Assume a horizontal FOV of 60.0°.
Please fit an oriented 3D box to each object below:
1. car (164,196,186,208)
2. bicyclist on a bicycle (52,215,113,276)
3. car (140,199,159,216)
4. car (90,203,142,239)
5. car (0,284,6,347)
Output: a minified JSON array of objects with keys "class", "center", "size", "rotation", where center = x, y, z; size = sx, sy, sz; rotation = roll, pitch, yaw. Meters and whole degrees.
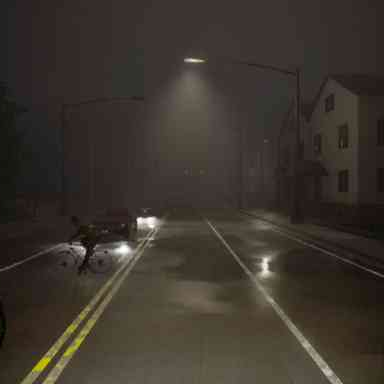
[{"class":"car","center":[-2.552,1.337,49.070],"size":[2.097,1.767,4.553],"rotation":[0,0,-21]},{"class":"bicyclist on a bicycle","center":[-2.980,1.455,9.001],"size":[1.656,1.620,0.582],"rotation":[-2,0,-1]},{"class":"car","center":[-4.308,1.492,32.599],"size":[2.128,1.511,4.902],"rotation":[0,0,-1]},{"class":"car","center":[-3.980,1.526,17.492],"size":[1.812,1.442,4.674],"rotation":[0,1,-1]},{"class":"car","center":[-3.626,1.352,2.760],"size":[2.097,1.767,4.553],"rotation":[0,0,-2]}]
